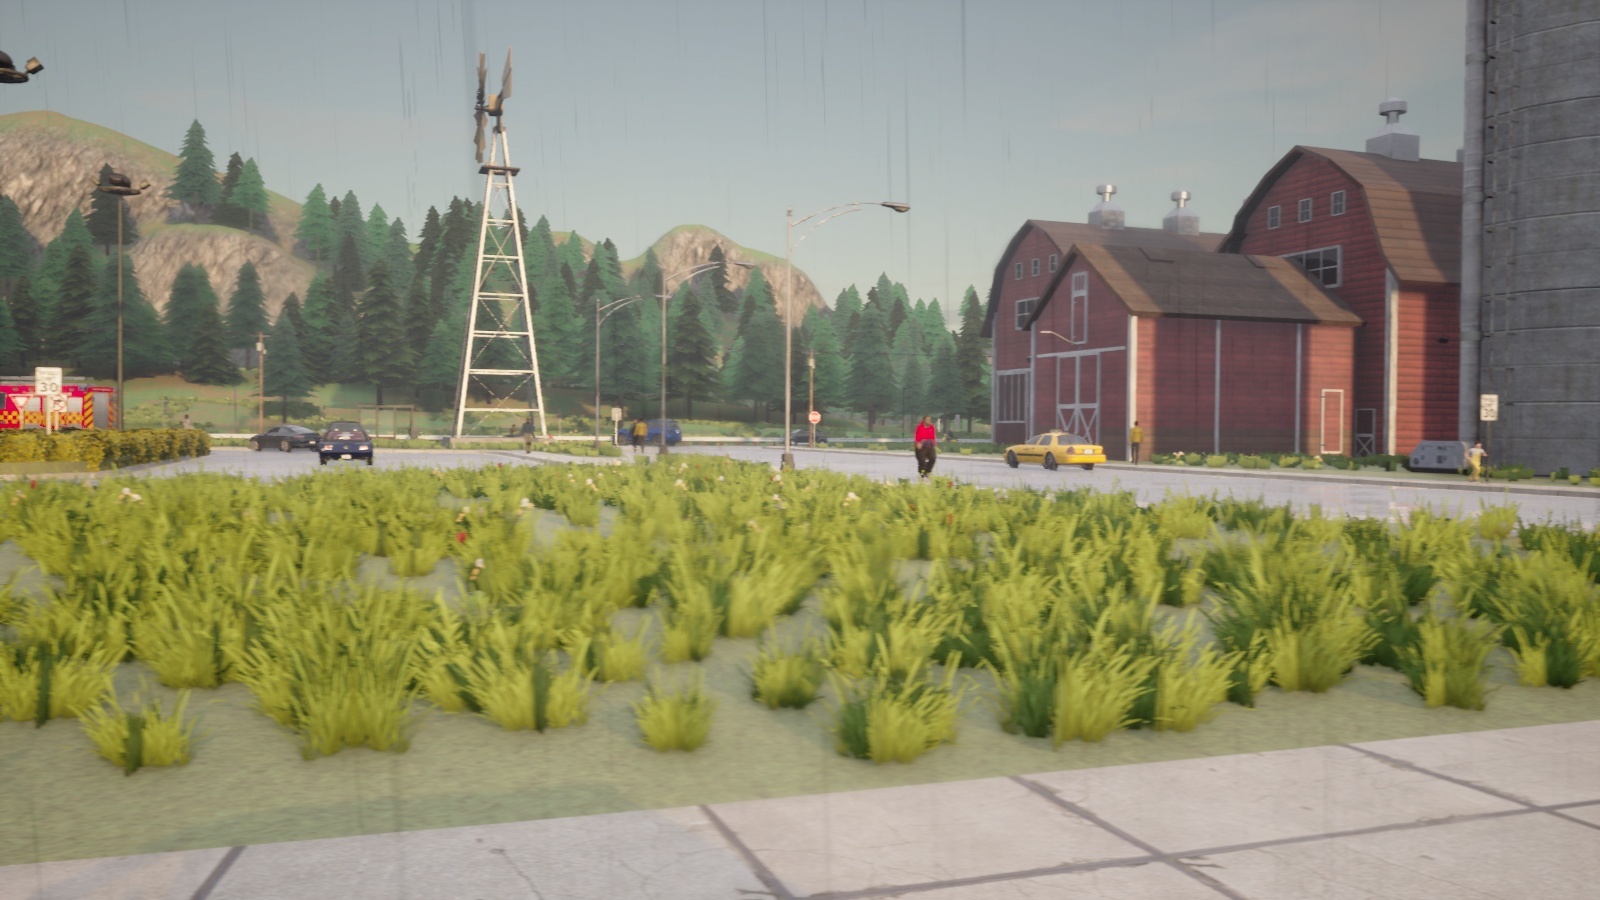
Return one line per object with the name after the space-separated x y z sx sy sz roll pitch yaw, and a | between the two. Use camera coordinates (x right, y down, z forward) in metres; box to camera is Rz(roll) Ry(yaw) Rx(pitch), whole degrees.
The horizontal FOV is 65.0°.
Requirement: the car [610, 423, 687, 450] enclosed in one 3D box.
-11.765 -1.046 97.307 5.566 2.045 2.150 0 1 25 | car

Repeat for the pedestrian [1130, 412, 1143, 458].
13.658 -0.603 50.952 0.431 1.840 0.709 -1 1 10 | pedestrian

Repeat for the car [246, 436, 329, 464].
-27.020 -0.011 66.163 4.674 1.442 1.812 0 1 35 | car

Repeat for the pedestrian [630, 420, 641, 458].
-8.534 -0.588 65.253 0.423 1.949 0.788 -1 1 -15 | pedestrian

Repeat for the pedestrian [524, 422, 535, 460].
-13.098 -0.454 60.762 0.370 1.835 0.726 -1 1 -24 | pedestrian

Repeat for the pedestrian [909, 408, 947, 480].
3.332 -0.162 32.821 0.634 1.844 0.899 -1 1 -21 | pedestrian

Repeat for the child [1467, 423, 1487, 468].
19.375 -0.129 35.929 0.270 1.263 0.437 -1 1 -13 | child

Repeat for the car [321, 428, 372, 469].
-20.901 -0.108 57.908 2.097 1.767 4.553 -1 1 -20 | car

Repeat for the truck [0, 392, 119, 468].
-40.587 -1.033 65.744 8.468 3.827 2.891 -1 1 7 | truck

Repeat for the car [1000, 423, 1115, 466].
9.958 -0.242 49.058 1.801 1.575 5.366 -1 1 -20 | car

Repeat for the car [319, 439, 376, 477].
-16.974 0.276 47.106 1.895 1.301 4.718 -1 1 -20 | car

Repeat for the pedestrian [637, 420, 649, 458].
-7.857 -0.553 62.827 0.431 1.840 0.709 -1 1 -17 | pedestrian
